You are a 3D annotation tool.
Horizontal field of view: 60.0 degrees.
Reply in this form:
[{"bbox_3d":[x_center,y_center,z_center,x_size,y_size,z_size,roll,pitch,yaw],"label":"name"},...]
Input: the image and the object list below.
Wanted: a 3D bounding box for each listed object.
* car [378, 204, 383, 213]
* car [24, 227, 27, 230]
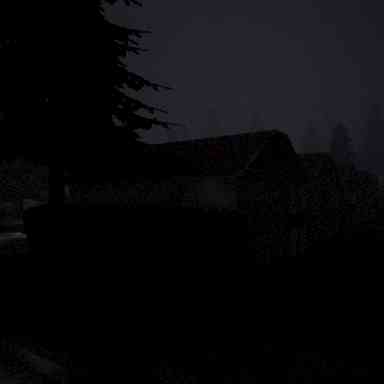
[{"bbox_3d":[22.610,2.038,41.483,4.902,1.511,2.128,-1,-1,29],"label":"car"},{"bbox_3d":[-9.423,1.867,23.745,2.097,1.767,4.553,-1,-1,36],"label":"car"}]
